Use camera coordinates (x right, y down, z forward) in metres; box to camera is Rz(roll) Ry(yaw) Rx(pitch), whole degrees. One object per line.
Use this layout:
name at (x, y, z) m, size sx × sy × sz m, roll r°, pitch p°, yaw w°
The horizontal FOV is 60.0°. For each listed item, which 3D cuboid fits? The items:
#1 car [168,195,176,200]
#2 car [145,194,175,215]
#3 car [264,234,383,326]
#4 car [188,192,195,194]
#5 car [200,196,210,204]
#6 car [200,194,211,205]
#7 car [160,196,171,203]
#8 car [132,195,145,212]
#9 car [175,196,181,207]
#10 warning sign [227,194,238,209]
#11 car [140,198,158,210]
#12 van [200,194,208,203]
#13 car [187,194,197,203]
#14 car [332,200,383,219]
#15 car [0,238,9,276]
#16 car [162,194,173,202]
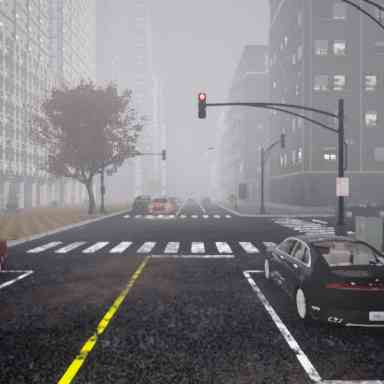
car at (-5.793, 1.637, 94.571) m, size 2.008 × 1.369 × 4.403 m, roll 0°, pitch 0°, yaw 0°
car at (-3.136, 1.361, 33.534) m, size 2.097 × 1.767 × 4.553 m, roll 0°, pitch 0°, yaw 0°
car at (2.681, 1.550, 6.963) m, size 2.008 × 1.369 × 4.403 m, roll 0°, pitch 0°, yaw 0°
car at (-0.084, 1.133, 79.122) m, size 2.150 × 2.045 × 5.566 m, roll 0°, pitch 0°, yaw 0°
car at (2.617, 1.565, 67.135) m, size 1.752 × 1.417 × 4.829 m, roll 0°, pitch 0°, yaw 0°
car at (2.623, 1.599, 61.442) m, size 1.947 × 1.339 × 4.313 m, roll 0°, pitch 0°, yaw 0°
car at (-5.769, 1.613, 72.480) m, size 1.947 × 1.339 × 4.313 m, roll 0°, pitch 0°, yaw 0°
car at (-5.735, 1.329, 39.342) m, size 2.192 × 1.841 × 5.009 m, roll 0°, pitch 0°, yaw 0°
car at (-3.148, 1.530, 51.000) m, size 1.837 × 1.490 × 4.892 m, roll 0°, pitch -1°, yaw 0°
warning sign at (5.024, 1.131, 41.478) m, size 1.300 × 1.860 × 1.060 m, roll 0°, pitch 0°, yaw 0°
car at (-5.740, 1.584, 44.865) m, size 1.947 × 1.339 × 4.313 m, roll 0°, pitch 0°, yaw 0°
van at (2.611, 1.389, 72.488) m, size 1.690 × 1.788 × 3.998 m, roll 0°, pitch 0°, yaw 0°
car at (-0.074, 1.590, 68.670) m, size 2.033 × 1.411 × 5.357 m, roll 0°, pitch 0°, yaw 0°
car at (13.397, 1.345, 26.380) m, size 4.403 × 1.369 × 2.008 m, roll -1°, pitch 1°, yaw -1°
car at (-5.699, 1.544, 6.954) m, size 1.887 × 1.381 × 4.507 m, roll 0°, pitch 0°, yaw 0°
car at (-5.776, 1.371, 78.002) m, size 2.192 × 1.841 × 5.009 m, roll 0°, pitch 0°, yaw 0°
